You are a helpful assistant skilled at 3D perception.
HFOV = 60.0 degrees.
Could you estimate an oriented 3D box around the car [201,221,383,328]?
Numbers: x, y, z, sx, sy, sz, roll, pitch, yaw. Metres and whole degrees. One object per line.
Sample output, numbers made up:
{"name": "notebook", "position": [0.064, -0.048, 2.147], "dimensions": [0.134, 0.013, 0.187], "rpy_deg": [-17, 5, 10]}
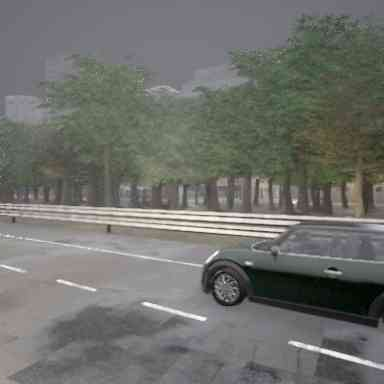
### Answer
{"name": "car", "position": [2.396, 1.352, 6.460], "dimensions": [4.553, 1.767, 2.097], "rpy_deg": [0, 0, 36]}
